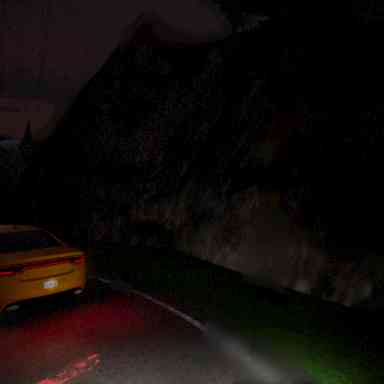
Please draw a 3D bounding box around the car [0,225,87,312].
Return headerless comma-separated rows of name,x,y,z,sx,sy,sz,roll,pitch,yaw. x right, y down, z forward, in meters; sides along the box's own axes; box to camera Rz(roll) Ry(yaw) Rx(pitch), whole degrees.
car,-4.347,1.477,7.518,5.008,1.535,1.882,0,0,42
